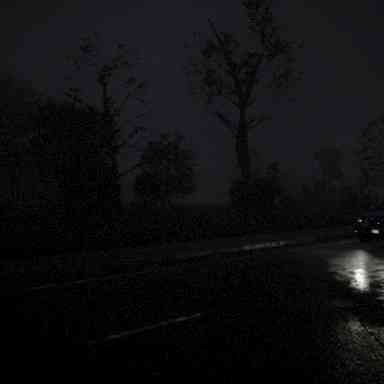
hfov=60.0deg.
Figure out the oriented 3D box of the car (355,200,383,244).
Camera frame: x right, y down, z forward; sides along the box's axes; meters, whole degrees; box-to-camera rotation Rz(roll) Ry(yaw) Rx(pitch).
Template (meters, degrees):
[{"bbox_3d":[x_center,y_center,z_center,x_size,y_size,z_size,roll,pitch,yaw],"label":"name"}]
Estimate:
[{"bbox_3d":[9.556,1.211,14.695,5.566,2.045,2.150,0,0,-34],"label":"car"}]
